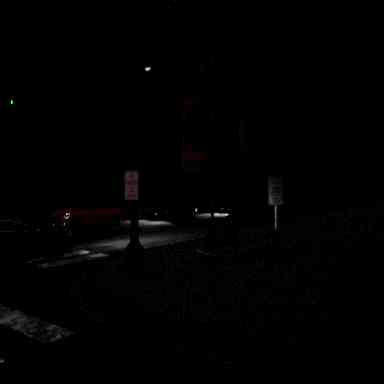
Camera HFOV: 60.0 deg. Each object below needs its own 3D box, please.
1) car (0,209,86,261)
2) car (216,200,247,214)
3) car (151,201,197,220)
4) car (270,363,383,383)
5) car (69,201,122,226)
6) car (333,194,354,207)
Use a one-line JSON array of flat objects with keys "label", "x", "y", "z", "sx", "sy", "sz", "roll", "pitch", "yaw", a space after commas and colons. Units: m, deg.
[{"label": "car", "x": -6.086, "y": 1.499, "z": 10.248, "sx": 2.128, "sy": 1.511, "sz": 4.902, "roll": 0, "pitch": 0, "yaw": 35}, {"label": "car", "x": 4.342, "y": 1.611, "z": 36.553, "sx": 1.994, "sy": 1.385, "sz": 4.181, "roll": 0, "pitch": 0, "yaw": 36}, {"label": "car", "x": -1.456, "y": 1.532, "z": 28.375, "sx": 1.837, "sy": 1.490, "sz": 4.892, "roll": 0, "pitch": 0, "yaw": 35}, {"label": "car", "x": 2.222, "y": 1.551, "z": 1.258, "sx": 4.403, "sy": 1.369, "sz": 2.008, "roll": 0, "pitch": 0, "yaw": 36}, {"label": "car", "x": -6.688, "y": 1.364, "z": 20.987, "sx": 2.097, "sy": 1.767, "sz": 4.553, "roll": 0, "pitch": 0, "yaw": 35}, {"label": "car", "x": 24.096, "y": 1.343, "z": 52.872, "sx": 2.150, "sy": 2.045, "sz": 5.566, "roll": 0, "pitch": 0, "yaw": 35}]
